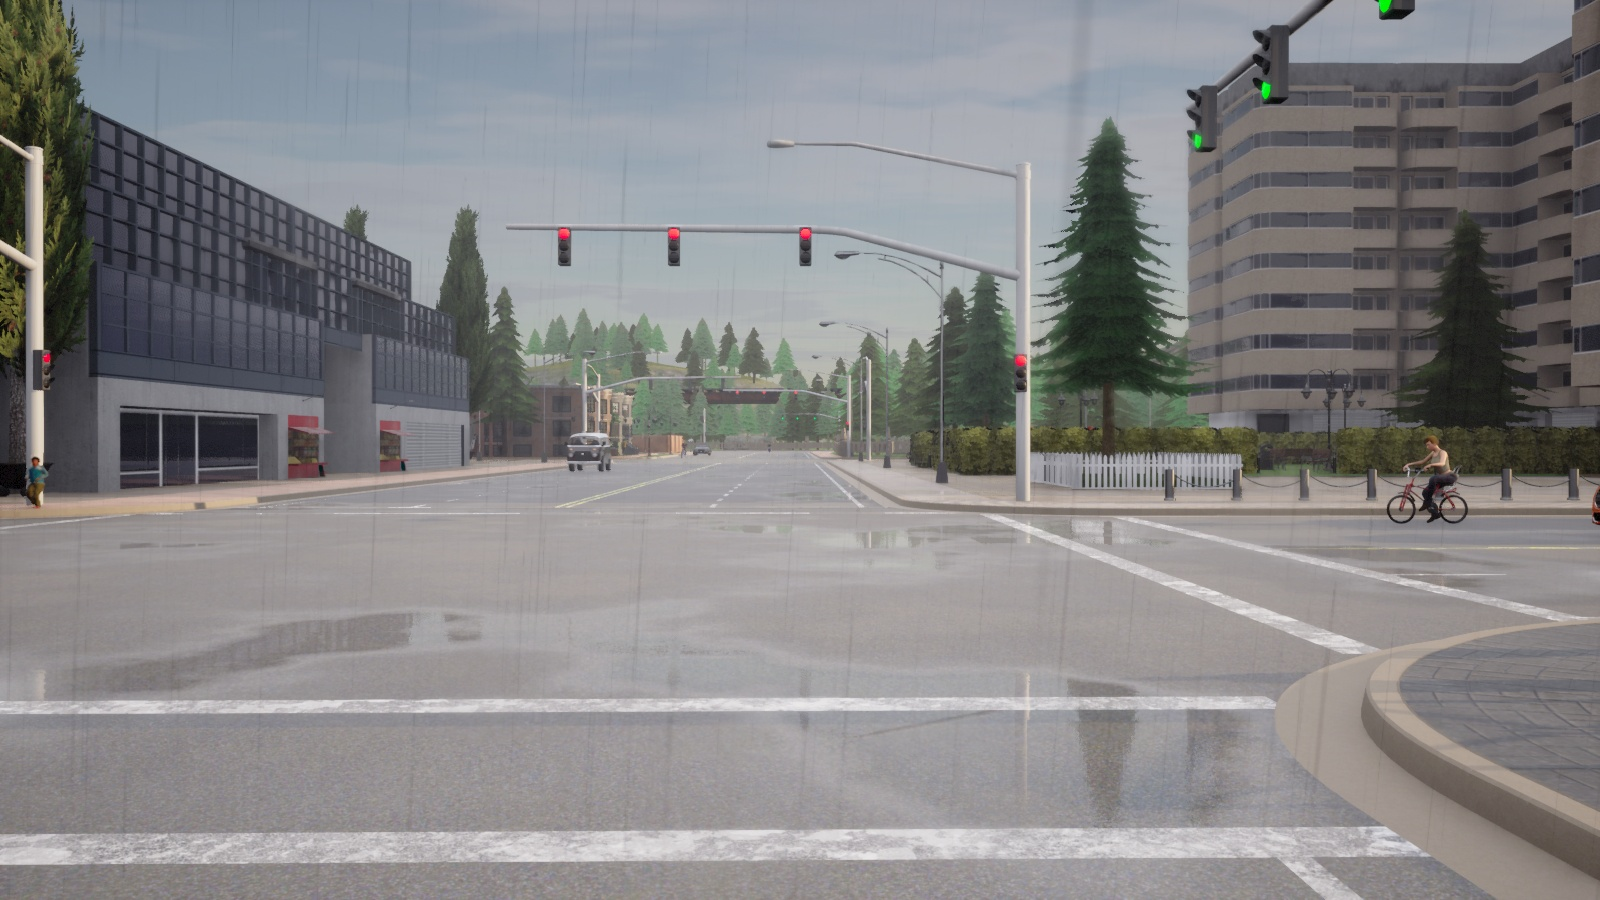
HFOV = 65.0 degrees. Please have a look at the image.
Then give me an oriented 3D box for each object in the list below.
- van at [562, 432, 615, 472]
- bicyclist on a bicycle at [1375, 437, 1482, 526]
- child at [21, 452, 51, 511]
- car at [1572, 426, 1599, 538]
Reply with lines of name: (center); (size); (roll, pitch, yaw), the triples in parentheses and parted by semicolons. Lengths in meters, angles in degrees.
van: (-11.024, 0.090, 65.712); (2.069, 2.038, 4.480); (0, 0, 0)
bicyclist on a bicycle: (11.464, 0.563, 22.946); (1.509, 1.612, 0.866); (0, 0, 0)
child: (-15.580, 0.636, 25.599); (0.343, 1.192, 0.448); (0, 0, -1)
car: (14.889, 0.507, 19.479); (4.553, 1.767, 2.097); (0, 0, 0)
